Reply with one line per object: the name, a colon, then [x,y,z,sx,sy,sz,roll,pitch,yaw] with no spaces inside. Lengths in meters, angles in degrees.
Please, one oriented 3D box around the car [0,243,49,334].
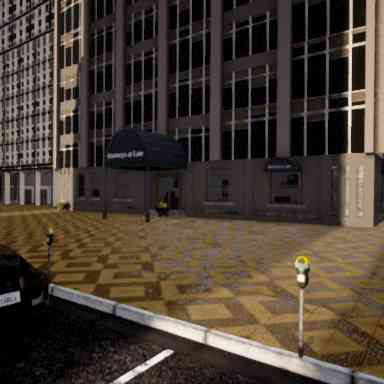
car: [-4.296,1.558,5.943,4.313,1.339,1.947,0,1,36]
